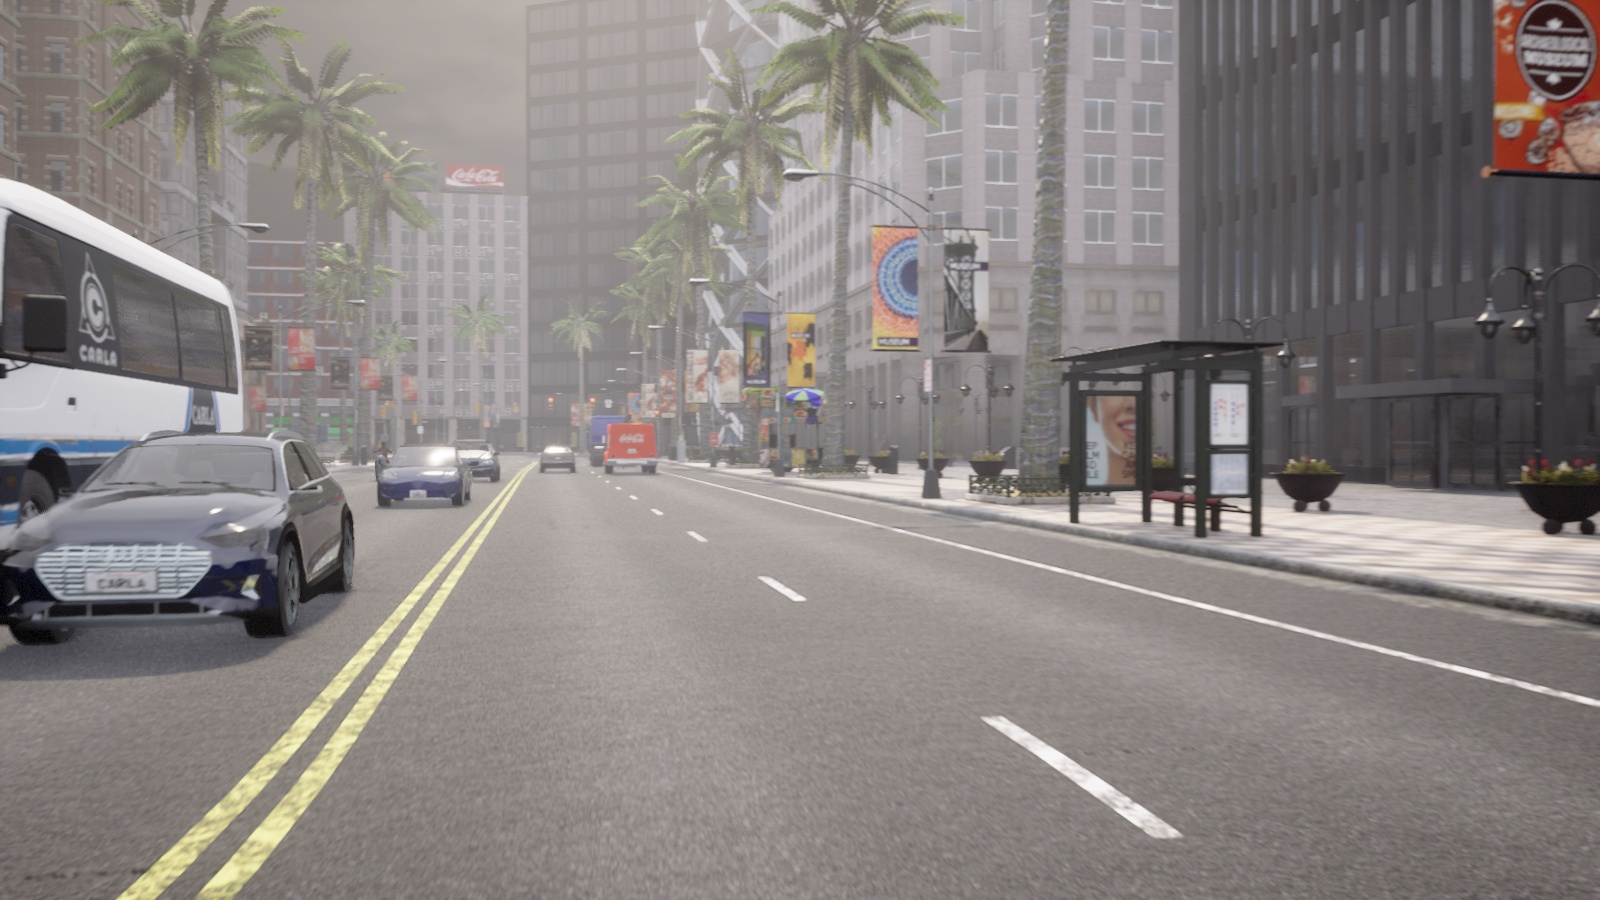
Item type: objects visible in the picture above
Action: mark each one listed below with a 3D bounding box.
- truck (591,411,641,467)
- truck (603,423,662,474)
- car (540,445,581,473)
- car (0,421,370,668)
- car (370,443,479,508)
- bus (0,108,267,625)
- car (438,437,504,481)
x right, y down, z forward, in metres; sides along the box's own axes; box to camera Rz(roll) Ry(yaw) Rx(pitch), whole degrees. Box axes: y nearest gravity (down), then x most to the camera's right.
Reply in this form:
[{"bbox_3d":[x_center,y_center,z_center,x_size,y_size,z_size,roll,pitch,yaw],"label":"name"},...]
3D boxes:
[{"bbox_3d":[-12.173,-0.698,82.629,2.891,3.462,7.936,0,0,-11],"label":"truck"},{"bbox_3d":[-8.477,-0.094,63.106,2.627,2.467,5.204,0,0,-11],"label":"truck"},{"bbox_3d":[-12.483,0.429,65.362,2.033,1.411,5.357,0,0,-11],"label":"car"},{"bbox_3d":[-5.138,0.617,10.910,2.033,1.649,4.856,0,0,-11],"label":"car"},{"bbox_3d":[-9.207,0.573,31.175,2.163,1.488,4.792,0,0,-11],"label":"car"},{"bbox_3d":[-9.475,-0.710,14.720,3.944,4.253,10.273,0,0,-11],"label":"bus"},{"bbox_3d":[-12.851,0.316,49.319,2.242,1.667,4.611,0,0,-11],"label":"car"}]
